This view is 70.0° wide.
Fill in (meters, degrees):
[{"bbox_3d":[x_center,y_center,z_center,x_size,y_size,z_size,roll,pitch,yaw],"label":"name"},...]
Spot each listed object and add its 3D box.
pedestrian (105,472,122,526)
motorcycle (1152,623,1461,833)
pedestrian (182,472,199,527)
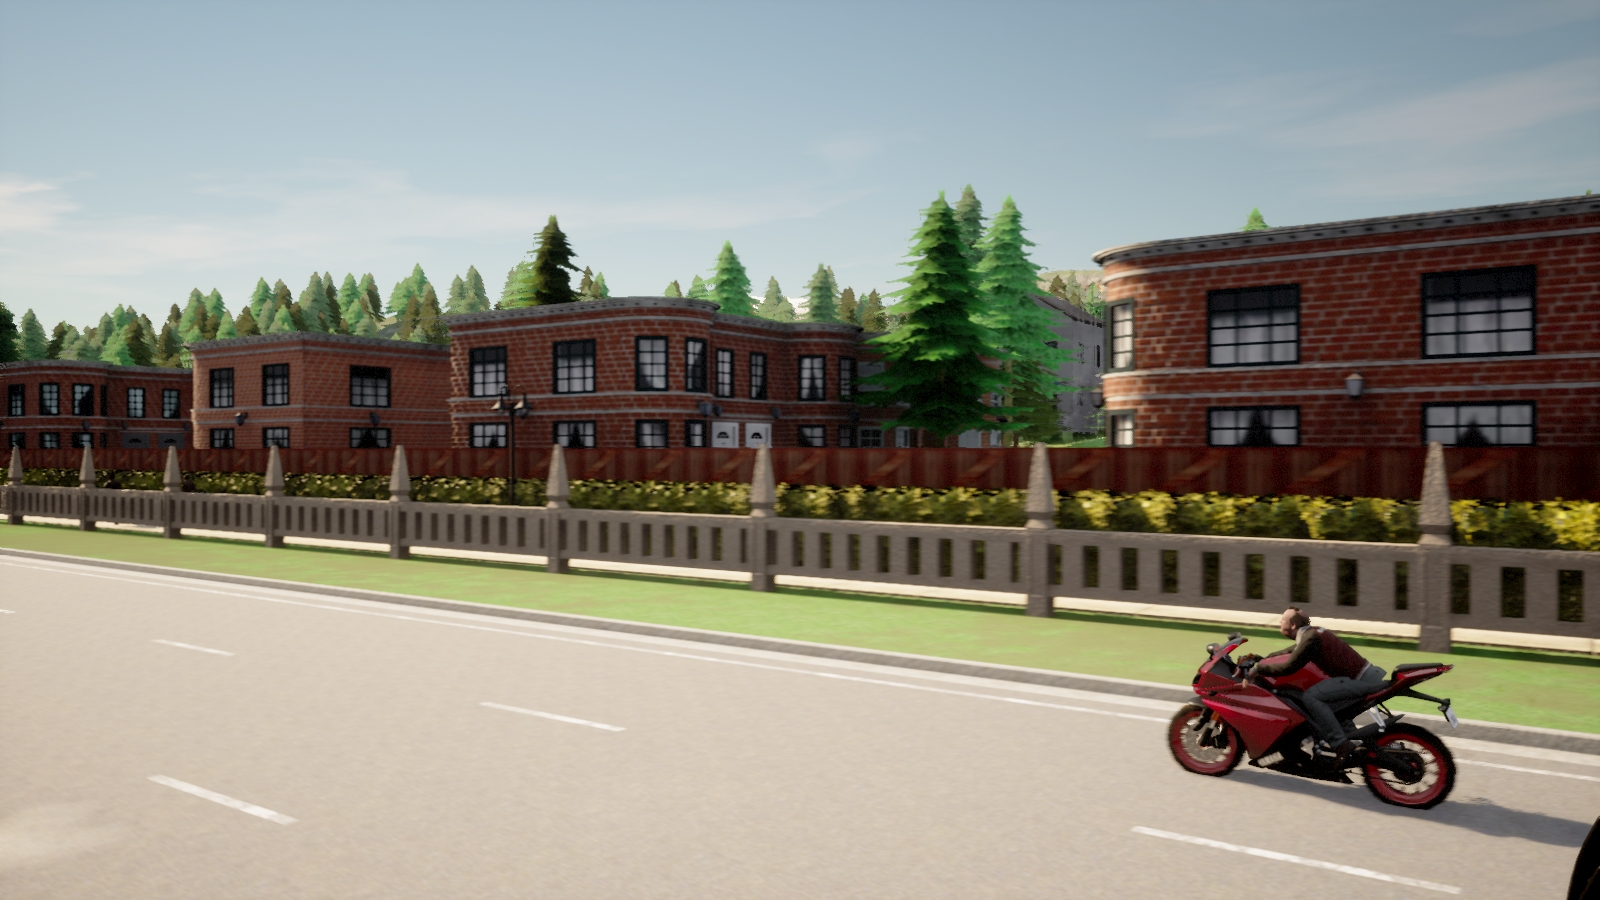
[{"bbox_3d":[-23.792,1.697,39.612,0.375,1.860,0.375,0,0,35],"label":"pedestrian"},{"bbox_3d":[4.143,2.205,9.429,2.209,1.251,0.867,0,0,35],"label":"motorcycle"},{"bbox_3d":[-21.015,1.698,39.396,0.375,1.860,0.375,0,0,34],"label":"pedestrian"}]
